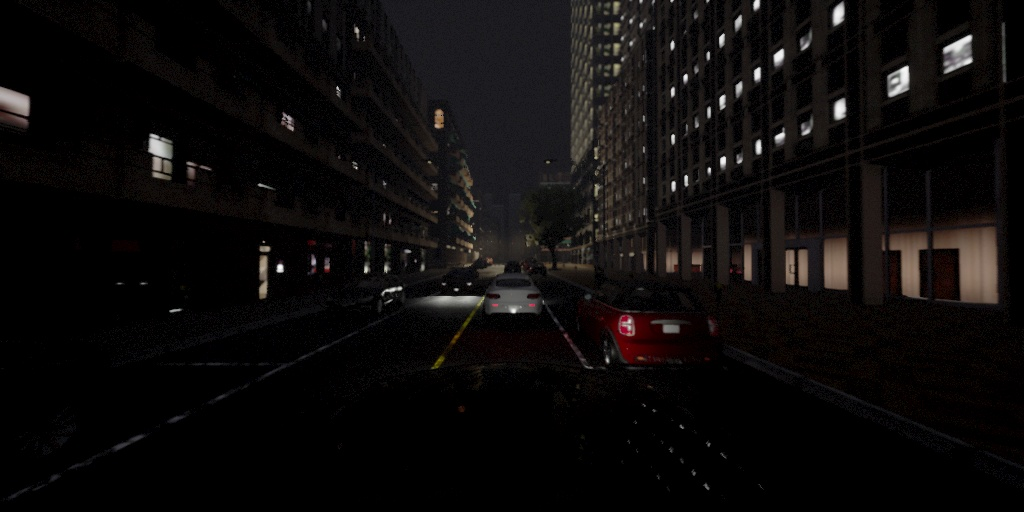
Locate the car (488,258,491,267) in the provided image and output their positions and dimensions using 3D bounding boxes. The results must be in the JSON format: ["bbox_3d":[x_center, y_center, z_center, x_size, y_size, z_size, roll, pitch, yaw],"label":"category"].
[{"bbox_3d":[-5.462,1.247,64.319,2.192,1.841,5.009,0,0,0],"label":"car"}]

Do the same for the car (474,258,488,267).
[{"bbox_3d":[-5.461,1.480,58.672,1.948,1.339,4.313,0,0,0],"label":"car"}]

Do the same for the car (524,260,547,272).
[{"bbox_3d":[2.560,1.395,35.995,2.007,1.370,4.403,0,0,0],"label":"car"}]

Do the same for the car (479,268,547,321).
[{"bbox_3d":[0.030,1.304,12.429,1.812,1.442,4.674,0,0,0],"label":"car"}]

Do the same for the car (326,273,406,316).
[{"bbox_3d":[-5.290,1.332,13.501,2.007,1.370,4.403,0,0,0],"label":"car"}]

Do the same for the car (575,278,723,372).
[{"bbox_3d":[2.565,1.205,7.733,1.967,1.591,4.097,0,0,0],"label":"car"}]

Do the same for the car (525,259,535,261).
[{"bbox_3d":[2.560,1.423,47.298,1.888,1.381,4.507,0,0,0],"label":"car"}]

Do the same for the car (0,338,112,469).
[{"bbox_3d":[-5.324,1.317,2.207,1.948,1.339,4.313,0,0,0],"label":"car"}]

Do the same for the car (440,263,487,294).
[{"bbox_3d":[-2.849,1.349,21.017,2.033,1.411,5.357,0,0,0],"label":"car"}]

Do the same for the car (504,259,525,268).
[{"bbox_3d":[0.094,1.350,40.792,2.128,1.511,4.902,0,0,0],"label":"car"}]
